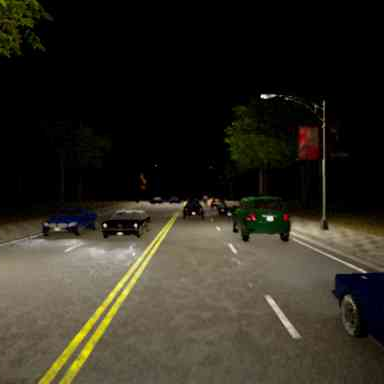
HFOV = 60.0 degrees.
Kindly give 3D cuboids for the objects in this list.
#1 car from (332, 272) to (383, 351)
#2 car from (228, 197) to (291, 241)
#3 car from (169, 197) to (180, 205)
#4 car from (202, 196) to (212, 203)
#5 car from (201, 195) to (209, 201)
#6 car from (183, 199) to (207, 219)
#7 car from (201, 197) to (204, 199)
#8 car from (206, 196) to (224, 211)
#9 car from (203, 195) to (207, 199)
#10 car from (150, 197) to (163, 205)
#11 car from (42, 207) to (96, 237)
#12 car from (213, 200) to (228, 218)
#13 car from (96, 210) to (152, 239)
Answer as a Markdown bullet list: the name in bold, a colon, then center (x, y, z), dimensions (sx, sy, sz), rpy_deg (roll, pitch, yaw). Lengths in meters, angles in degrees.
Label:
- **car**: center (3.353, 1.607, 3.662), dimensions (1.895, 1.301, 4.718), rpy_deg (0, 0, 0)
- **car**: center (3.370, 1.255, 17.025), dimensions (2.150, 2.045, 5.566), rpy_deg (0, 0, 0)
- **car**: center (-3.224, 1.580, 61.381), dimensions (1.882, 1.535, 5.008), rpy_deg (0, 0, 1)
- **car**: center (3.328, 1.651, 75.348), dimensions (2.033, 1.411, 5.357), rpy_deg (0, 0, 0)
- **car**: center (3.340, 1.596, 86.349), dimensions (2.128, 1.511, 4.902), rpy_deg (0, 0, 0)
- **car**: center (0.131, 1.583, 29.431), dimensions (1.812, 1.442, 4.674), rpy_deg (0, -1, 0)
- **car**: center (0.147, 1.635, 44.690), dimensions (2.033, 1.411, 5.357), rpy_deg (0, 0, 0)
- **car**: center (3.294, 1.575, 42.350), dimensions (2.128, 1.511, 4.902), rpy_deg (0, 0, 0)
- **car**: center (3.305, 1.451, 53.319), dimensions (2.097, 1.767, 4.553), rpy_deg (0, 0, 0)
- **car**: center (-6.462, 1.650, 61.281), dimensions (2.033, 1.411, 5.357), rpy_deg (0, 0, 1)
- **car**: center (-6.581, 1.560, 18.557), dimensions (1.812, 1.442, 4.674), rpy_deg (0, 0, 0)
- **car**: center (3.282, 1.662, 31.380), dimensions (1.895, 1.301, 4.718), rpy_deg (0, 0, 0)
- **car**: center (-3.333, 1.634, 17.622), dimensions (1.895, 1.301, 4.718), rpy_deg (0, 0, 0)
